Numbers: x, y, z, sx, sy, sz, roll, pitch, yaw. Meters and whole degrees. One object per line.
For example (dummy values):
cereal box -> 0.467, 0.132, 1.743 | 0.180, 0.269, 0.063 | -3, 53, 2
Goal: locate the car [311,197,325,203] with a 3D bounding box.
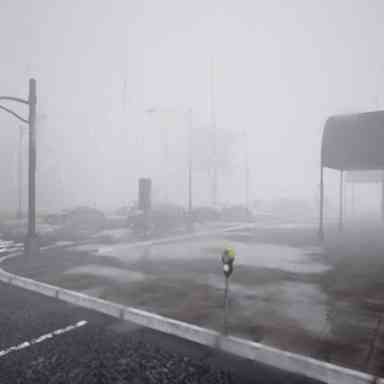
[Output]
car -> 30.760, 1.951, 81.145 | 1.752, 1.417, 4.829 | 0, 0, 36

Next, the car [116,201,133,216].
car -> -5.411, 1.574, 32.163 | 1.967, 1.590, 4.097 | 1, 0, 36

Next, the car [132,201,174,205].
car -> -2.696, 1.717, 31.259 | 2.033, 1.411, 5.357 | 1, 0, 36

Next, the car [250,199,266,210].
car -> 9.165, 1.790, 47.305 | 1.812, 1.442, 4.674 | 1, 0, 37

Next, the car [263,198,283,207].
car -> 14.320, 1.817, 58.784 | 1.752, 1.417, 4.829 | 0, 0, 36

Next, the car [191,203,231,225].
car -> 0.921, 1.794, 26.193 | 1.947, 1.339, 4.313 | 0, 0, 36

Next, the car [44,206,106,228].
car -> -8.247, 1.689, 23.711 | 1.994, 1.385, 4.181 | 1, 0, 36

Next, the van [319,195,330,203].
van -> 34.150, 1.795, 85.755 | 1.690, 1.788, 3.998 | 0, 0, 36

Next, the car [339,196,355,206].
car -> 31.138, 1.996, 67.512 | 1.752, 1.417, 4.829 | 0, 0, 36

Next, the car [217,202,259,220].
car -> 4.166, 1.836, 30.609 | 1.802, 1.307, 4.206 | 0, 0, 36

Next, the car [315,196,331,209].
car -> 21.174, 1.830, 53.958 | 1.967, 1.590, 4.097 | 0, 0, 36

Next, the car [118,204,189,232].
car -> -2.327, 1.754, 21.777 | 2.008, 1.369, 4.403 | 1, 0, 36

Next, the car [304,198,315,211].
car -> 14.640, 1.777, 44.985 | 1.967, 1.590, 4.097 | 0, 0, 36

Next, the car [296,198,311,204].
car -> 24.285, 1.939, 72.337 | 1.947, 1.339, 4.313 | 0, 0, 36

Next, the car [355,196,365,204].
car -> 37.616, 1.839, 76.320 | 2.192, 1.841, 5.009 | 0, 0, 36

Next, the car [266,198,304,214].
car -> 11.379, 1.626, 40.492 | 2.192, 1.841, 5.009 | 0, 0, 36

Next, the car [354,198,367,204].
car -> 40.902, 2.102, 80.792 | 2.008, 1.369, 4.403 | 0, 0, 36
